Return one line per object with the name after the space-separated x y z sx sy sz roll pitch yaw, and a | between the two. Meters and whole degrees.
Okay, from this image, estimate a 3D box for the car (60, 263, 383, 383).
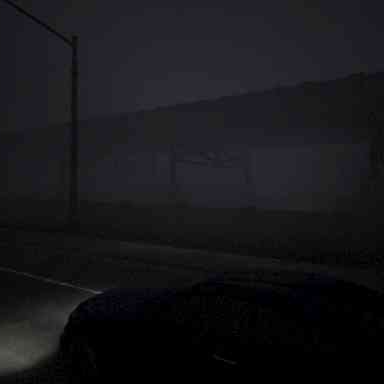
0.554 1.531 3.535 4.674 1.442 1.812 0 0 36 | car
